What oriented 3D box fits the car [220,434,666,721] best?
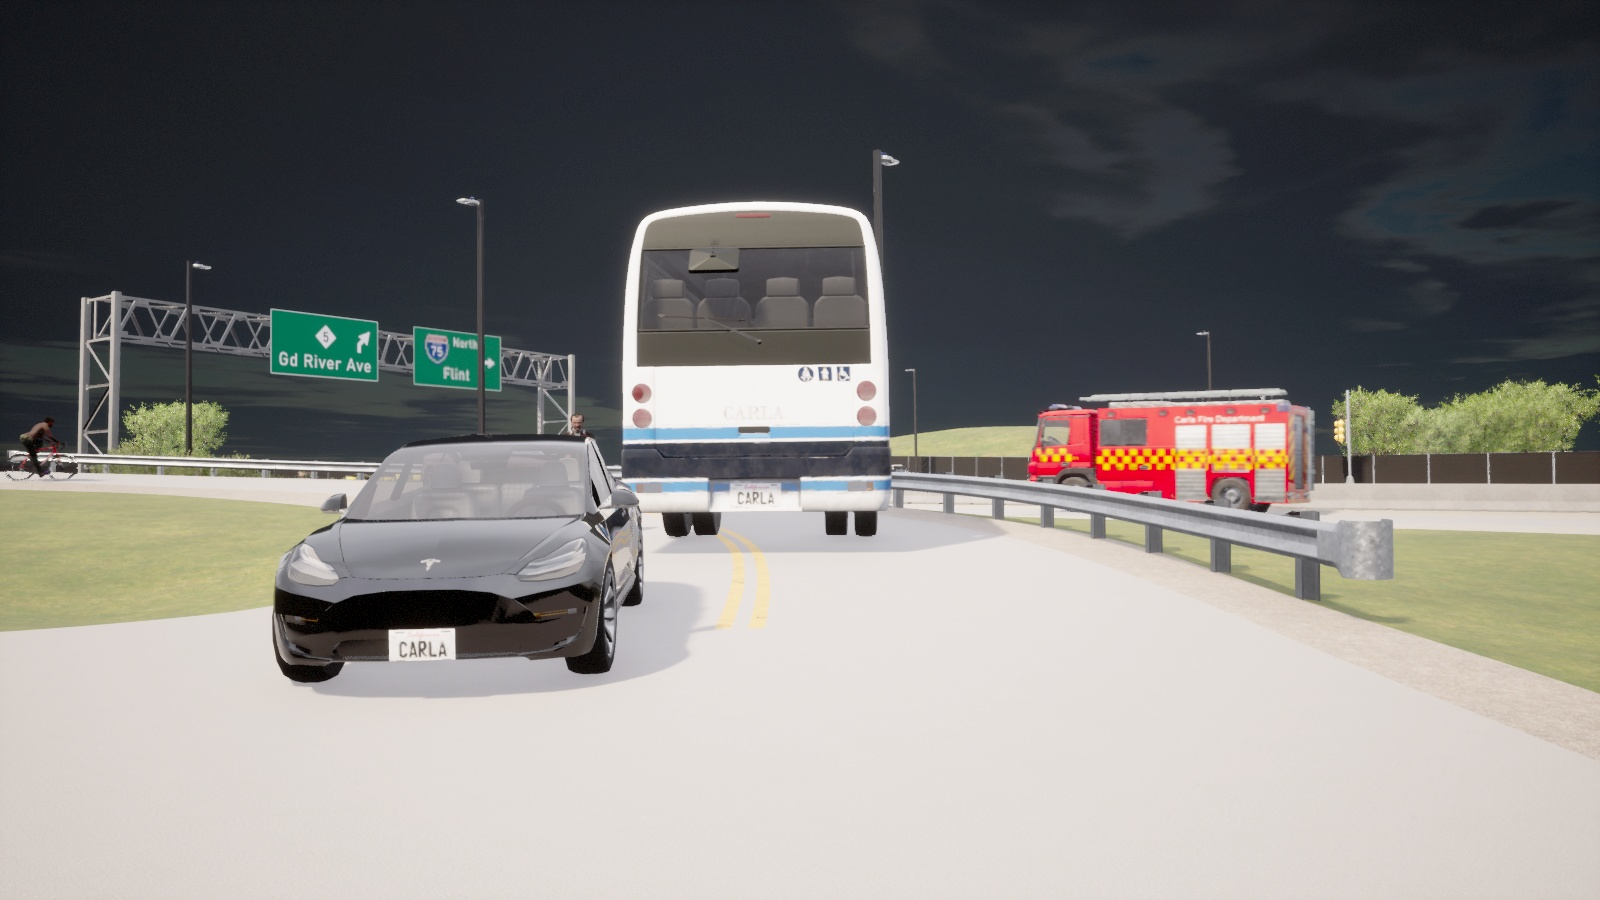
[{"bbox_3d":[-2.219,0.669,9.344,2.163,1.488,4.792,-2,1,-4],"label":"car"}]

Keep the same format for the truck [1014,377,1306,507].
[{"bbox_3d":[11.456,-0.117,40.462,8.468,3.827,2.891,-2,-2,35],"label":"truck"}]

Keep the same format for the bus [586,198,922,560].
[{"bbox_3d":[-0.324,-0.929,20.348,3.944,4.253,10.273,-2,1,3],"label":"bus"}]

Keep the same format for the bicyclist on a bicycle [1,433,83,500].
[{"bbox_3d":[-18.876,0.395,31.291,0.582,1.620,1.656,0,0,35],"label":"bicyclist on a bicycle"}]
